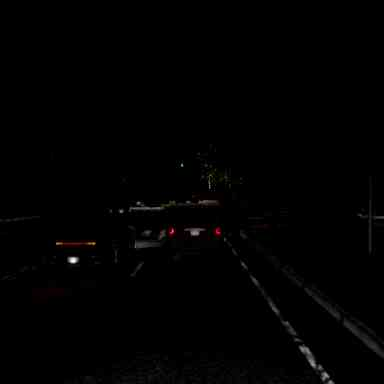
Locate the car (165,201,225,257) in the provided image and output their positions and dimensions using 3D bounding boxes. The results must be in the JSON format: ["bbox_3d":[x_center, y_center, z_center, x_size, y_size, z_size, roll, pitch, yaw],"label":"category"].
[{"bbox_3d":[0.103,1.425,13.409,2.097,1.767,4.553,0,0,0],"label":"car"}]

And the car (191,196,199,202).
[{"bbox_3d":[0.776,1.837,88.349,2.128,1.511,4.902,0,0,1],"label":"car"}]

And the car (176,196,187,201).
[{"bbox_3d":[-2.648,1.728,78.342,2.097,1.767,4.553,0,0,1],"label":"car"}]

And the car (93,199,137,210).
[{"bbox_3d":[-6.747,1.555,27.743,2.097,1.767,4.553,-1,1,-35],"label":"car"}]

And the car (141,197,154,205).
[{"bbox_3d":[-9.296,1.843,69.859,1.837,1.490,4.892,0,0,1],"label":"car"}]

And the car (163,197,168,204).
[{"bbox_3d":[-6.054,1.865,69.342,1.812,1.442,4.674,0,0,1],"label":"car"}]

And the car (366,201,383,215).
[{"bbox_3d":[19.544,1.646,34.166,4.181,1.385,1.994,0,1,3],"label":"car"}]

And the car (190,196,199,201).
[{"bbox_3d":[0.596,1.872,77.932,1.837,1.490,4.892,0,0,1],"label":"car"}]

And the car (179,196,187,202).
[{"bbox_3d":[-2.473,1.790,88.405,1.882,1.535,5.008,0,0,1],"label":"car"}]

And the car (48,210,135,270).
[{"bbox_3d":[-3.147,1.566,11.236,1.837,1.490,4.892,0,0,0],"label":"car"}]

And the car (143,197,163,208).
[{"bbox_3d":[-6.373,1.802,54.454,1.812,1.442,4.674,0,0,1],"label":"car"}]

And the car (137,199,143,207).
[{"bbox_3d":[-9.622,1.824,54.560,2.033,1.411,5.357,0,0,1],"label":"car"}]

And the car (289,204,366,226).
[{"bbox_3d":[9.837,1.670,24.838,5.008,1.535,1.882,0,0,0],"label":"car"}]
